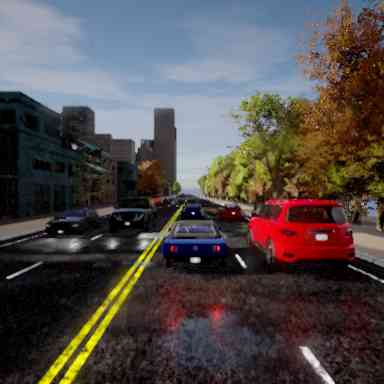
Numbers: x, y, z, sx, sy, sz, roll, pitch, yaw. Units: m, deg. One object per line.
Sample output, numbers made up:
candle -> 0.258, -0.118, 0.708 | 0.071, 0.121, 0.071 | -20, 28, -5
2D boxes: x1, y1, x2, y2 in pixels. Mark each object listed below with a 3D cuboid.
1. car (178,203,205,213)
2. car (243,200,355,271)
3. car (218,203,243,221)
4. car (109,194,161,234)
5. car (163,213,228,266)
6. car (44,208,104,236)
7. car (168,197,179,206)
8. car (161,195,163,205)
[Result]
car -> 0.091, 1.676, 28.907 | 1.994, 1.385, 4.181 | 0, 0, 0
car -> 3.347, 1.266, 11.259 | 2.150, 2.045, 5.566 | 0, 0, 0
car -> 3.341, 1.676, 28.851 | 1.994, 1.385, 4.181 | 0, 0, 0
car -> -3.357, 1.299, 20.065 | 2.150, 2.045, 5.566 | 0, 0, 0
car -> 0.097, 1.646, 11.655 | 1.895, 1.301, 4.718 | 0, 0, 0
car -> -6.608, 1.622, 19.364 | 2.033, 1.411, 5.357 | 0, 0, 0
car -> -3.303, 1.726, 61.025 | 2.128, 1.511, 4.902 | 0, 0, 1
car -> -6.552, 1.456, 60.559 | 2.150, 2.045, 5.566 | 0, 0, 1
